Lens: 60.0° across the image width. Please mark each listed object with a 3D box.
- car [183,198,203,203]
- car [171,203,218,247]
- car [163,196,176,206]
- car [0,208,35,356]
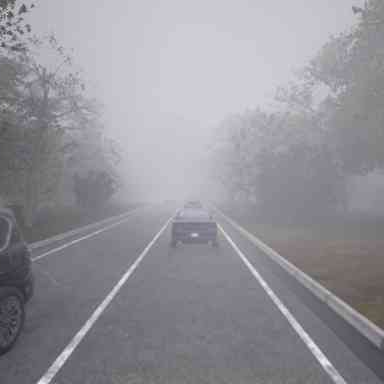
[{"bbox_3d":[0.105,1.426,35.263,2.128,1.511,4.902,0,0,0],"label":"car"},{"bbox_3d":[0.100,1.457,14.994,1.882,1.535,5.008,0,0,0],"label":"car"},{"bbox_3d":[-3.530,1.371,53.192,1.882,1.535,5.008,0,0,1],"label":"car"},{"bbox_3d":[-3.600,1.220,3.110,2.150,2.045,5.566,0,0,0],"label":"car"}]
